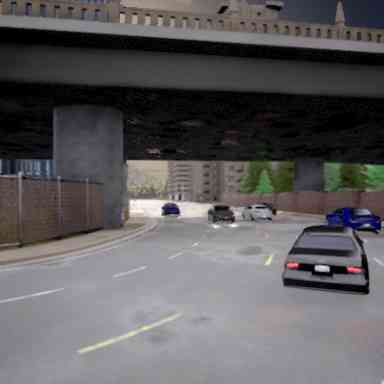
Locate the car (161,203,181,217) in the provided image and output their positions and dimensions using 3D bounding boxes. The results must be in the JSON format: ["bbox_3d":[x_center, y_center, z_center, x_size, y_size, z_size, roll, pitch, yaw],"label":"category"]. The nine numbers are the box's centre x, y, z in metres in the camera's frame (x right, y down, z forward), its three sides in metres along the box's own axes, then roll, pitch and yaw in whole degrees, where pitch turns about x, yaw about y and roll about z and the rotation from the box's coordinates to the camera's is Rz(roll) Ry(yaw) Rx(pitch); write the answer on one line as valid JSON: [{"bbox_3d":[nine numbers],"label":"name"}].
[{"bbox_3d":[-2.571,2.069,39.906,1.882,1.535,5.008,-1,-1,-10],"label":"car"}]

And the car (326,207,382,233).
[{"bbox_3d":[9.614,1.650,20.233,1.882,1.535,5.008,-1,-1,6],"label":"car"}]

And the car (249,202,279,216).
[{"bbox_3d":[8.352,1.954,39.036,1.837,1.490,4.892,0,-1,-9],"label":"car"}]

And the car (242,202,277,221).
[{"bbox_3d":[6.012,1.891,31.023,1.812,1.442,4.674,0,-1,-6],"label":"car"}]

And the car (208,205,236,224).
[{"bbox_3d":[2.527,1.885,29.128,1.837,1.490,4.892,0,-1,-5],"label":"car"}]

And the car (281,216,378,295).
[{"bbox_3d":[3.723,1.635,9.075,2.033,1.411,5.357,-1,-1,25],"label":"car"}]
